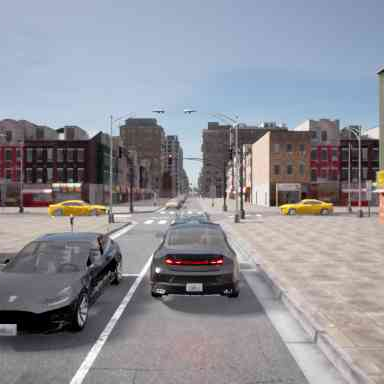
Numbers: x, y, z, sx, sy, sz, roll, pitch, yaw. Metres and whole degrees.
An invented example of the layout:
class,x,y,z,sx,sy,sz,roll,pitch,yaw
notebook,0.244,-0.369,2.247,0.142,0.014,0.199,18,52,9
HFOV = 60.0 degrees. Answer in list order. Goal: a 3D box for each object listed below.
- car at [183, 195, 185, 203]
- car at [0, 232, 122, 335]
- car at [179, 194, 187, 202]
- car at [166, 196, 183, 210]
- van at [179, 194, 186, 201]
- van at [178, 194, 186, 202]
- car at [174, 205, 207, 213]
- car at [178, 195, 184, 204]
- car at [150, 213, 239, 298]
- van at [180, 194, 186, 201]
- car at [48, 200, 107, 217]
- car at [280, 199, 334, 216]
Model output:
class,x,y,z,sx,sy,sz,roll,pitch,yaw
car,-2.553,1.655,55.838,1.802,1.307,4.206,0,0,0
car,-2.623,1.567,6.858,1.947,1.339,4.313,0,0,0
car,-2.537,1.547,67.049,1.967,1.590,4.097,0,0,0
car,-2.569,1.571,44.458,1.752,1.417,4.829,0,0,0
van,-2.504,1.529,89.471,1.690,1.788,3.998,0,0,0
van,-2.512,1.507,83.866,1.690,1.788,3.998,0,0,0
car,0.054,1.608,17.747,1.895,1.301,4.718,0,0,1
car,-2.561,1.604,50.233,1.887,1.381,4.507,0,0,0
car,0.083,1.507,8.536,1.837,1.490,4.892,0,0,1
van,-2.496,1.551,95.077,1.690,1.788,3.998,0,0,0
car,-10.163,1.505,29.742,5.008,1.535,1.882,0,0,-3
car,11.131,1.487,32.423,5.008,1.535,1.882,0,0,0
